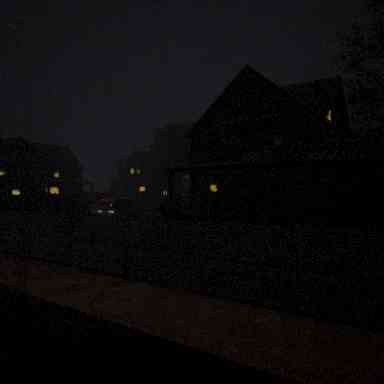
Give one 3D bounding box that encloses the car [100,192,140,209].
[{"bbox_3d":[-7.454,0.829,34.930,2.097,1.767,4.553,1,2,35],"label":"car"}]
